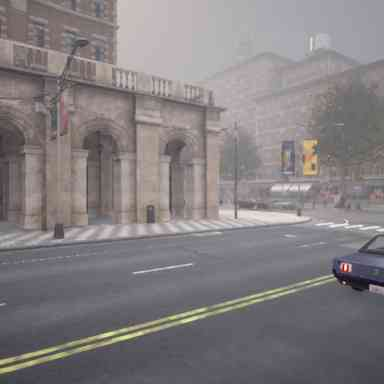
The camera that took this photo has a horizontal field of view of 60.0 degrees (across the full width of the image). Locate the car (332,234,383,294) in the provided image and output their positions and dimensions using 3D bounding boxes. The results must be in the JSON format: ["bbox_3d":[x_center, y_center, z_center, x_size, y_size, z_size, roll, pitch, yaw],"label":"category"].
[{"bbox_3d":[5.394,1.600,7.736,4.718,1.301,1.895,0,0,-36],"label":"car"}]

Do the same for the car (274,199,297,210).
[{"bbox_3d":[11.332,1.598,43.552,1.895,1.301,4.718,0,0,-36],"label":"car"}]

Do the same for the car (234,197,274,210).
[{"bbox_3d":[7.589,1.475,42.756,1.882,1.535,5.008,0,0,-36],"label":"car"}]

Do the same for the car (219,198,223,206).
[{"bbox_3d":[2.814,1.211,55.330,2.150,2.045,5.566,0,1,-36],"label":"car"}]
